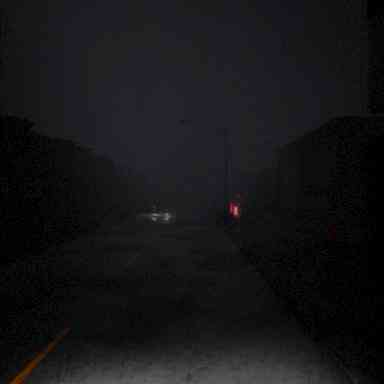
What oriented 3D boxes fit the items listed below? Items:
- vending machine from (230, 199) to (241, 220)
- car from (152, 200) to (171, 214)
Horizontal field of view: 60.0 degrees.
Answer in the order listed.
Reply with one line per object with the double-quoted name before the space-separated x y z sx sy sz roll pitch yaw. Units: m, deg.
"vending machine" 4.473 1.800 34.284 1.100 2.100 0.880 0 -1 0
"car" -3.853 1.825 43.047 2.097 1.767 4.553 0 -1 1
